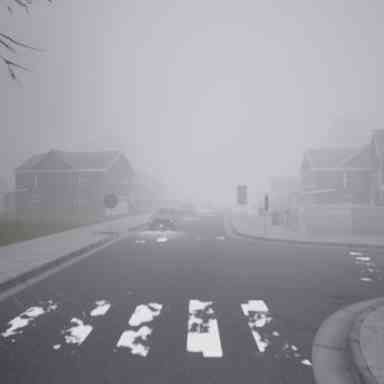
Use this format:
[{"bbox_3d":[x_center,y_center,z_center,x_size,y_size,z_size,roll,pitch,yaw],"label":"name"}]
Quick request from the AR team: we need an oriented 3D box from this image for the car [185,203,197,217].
[{"bbox_3d":[-0.485,2.008,37.792,2.033,1.411,5.357,0,-1,6],"label":"car"}]

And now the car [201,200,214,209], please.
[{"bbox_3d":[2.760,2.221,58.597,2.128,1.511,4.902,0,-1,11],"label":"car"}]

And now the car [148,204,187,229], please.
[{"bbox_3d":[-1.802,1.841,24.252,2.033,1.411,5.357,0,-1,4],"label":"car"}]
